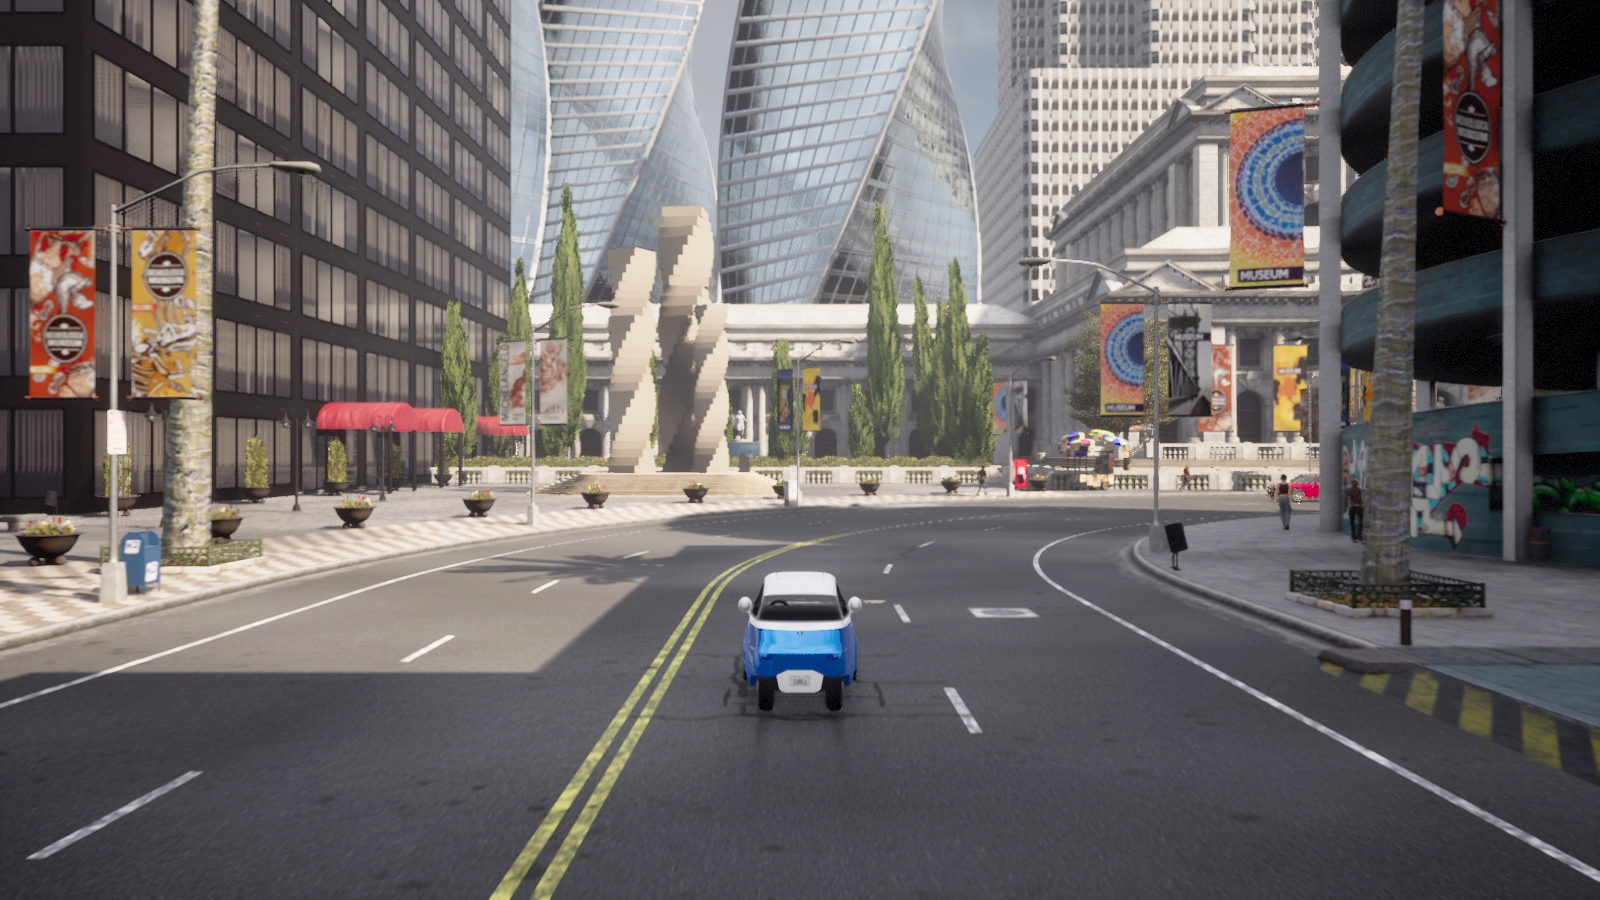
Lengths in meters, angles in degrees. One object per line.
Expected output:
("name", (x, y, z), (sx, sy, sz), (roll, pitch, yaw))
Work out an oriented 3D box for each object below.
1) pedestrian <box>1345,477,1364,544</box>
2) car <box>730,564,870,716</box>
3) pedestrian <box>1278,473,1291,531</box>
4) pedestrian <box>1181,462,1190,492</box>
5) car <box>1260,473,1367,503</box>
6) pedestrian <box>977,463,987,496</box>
("pedestrian", (15.661, 1.693, 32.265), (0.375, 1.860, 0.375), (0, 0, 10))
("car", (0.001, 2.119, 13.202), (1.481, 1.376, 2.207), (0, 0, 0))
("pedestrian", (15.800, 1.693, 37.267), (0.375, 1.860, 0.375), (0, 0, 28))
("pedestrian", (23.899, 1.690, 70.834), (0.375, 1.860, 0.375), (0, 0, -17))
("car", (27.715, 2.029, 61.732), (5.006, 1.535, 2.097), (0, 0, -12))
("pedestrian", (10.320, 1.691, 64.757), (0.375, 1.860, 0.375), (0, 0, -43))
